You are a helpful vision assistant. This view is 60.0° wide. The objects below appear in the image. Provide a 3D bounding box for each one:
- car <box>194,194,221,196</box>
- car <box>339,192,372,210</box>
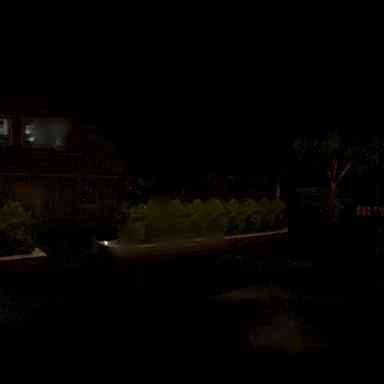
[{"bbox_3d":[1.831,1.218,30.197,2.150,2.045,5.566,0,0,-35],"label":"car"},{"bbox_3d":[17.452,0.979,36.235,3.866,1.878,1.905,0,0,0],"label":"car"}]
